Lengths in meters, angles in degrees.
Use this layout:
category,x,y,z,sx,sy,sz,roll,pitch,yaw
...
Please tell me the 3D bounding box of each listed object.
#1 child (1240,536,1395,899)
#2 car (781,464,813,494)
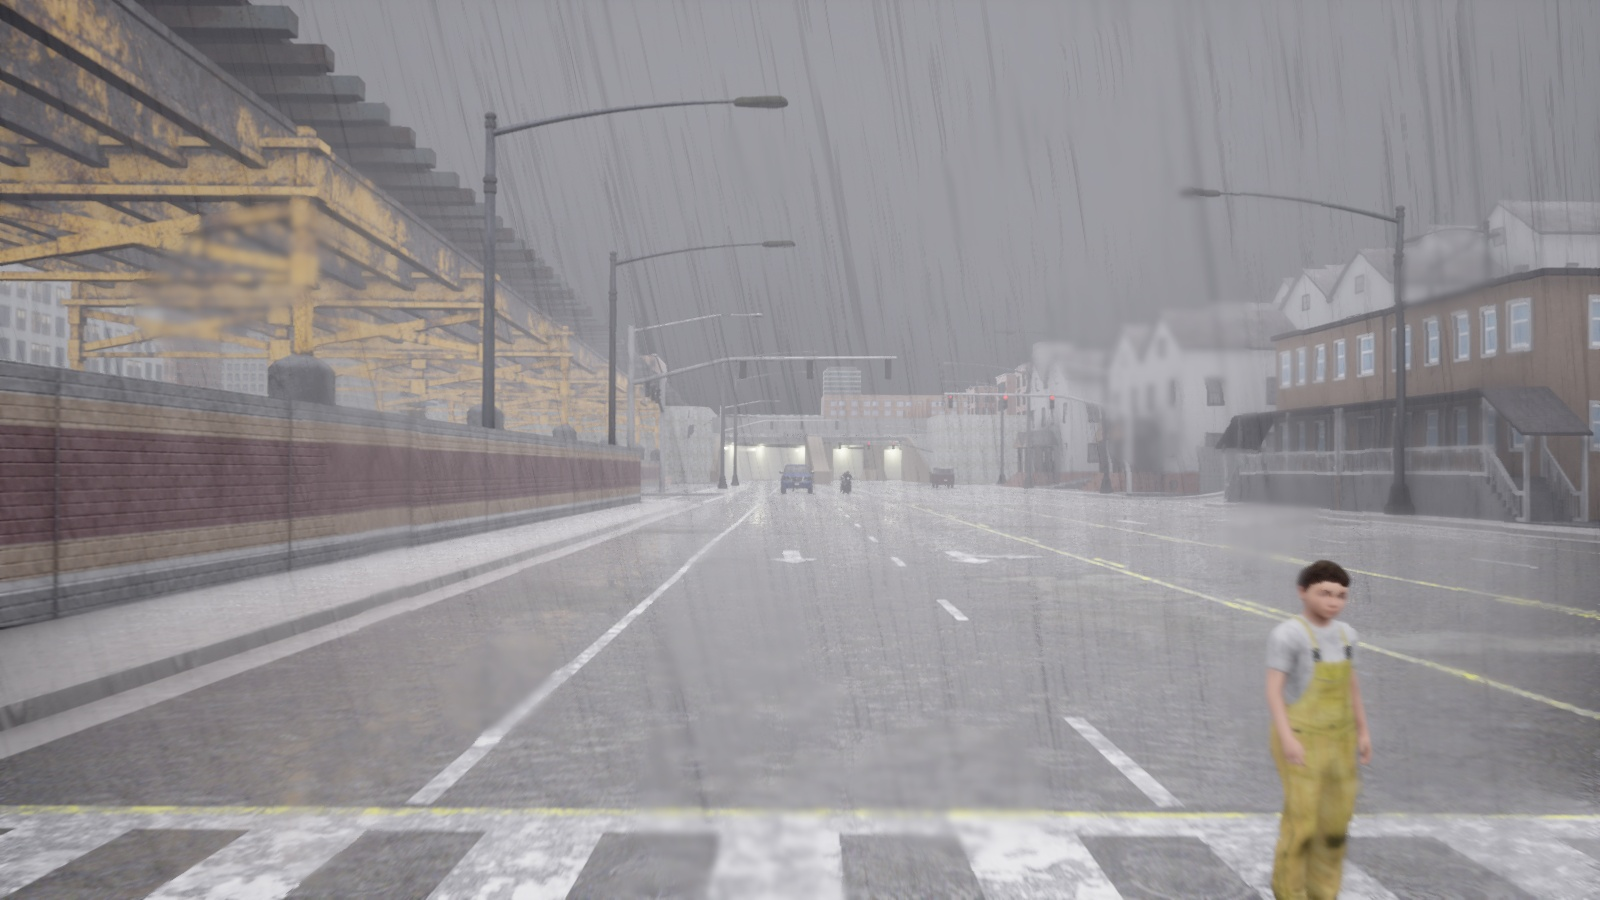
category,x,y,z,sx,sy,sz,roll,pitch,yaw
child,1.806,0.946,4.407,0.270,1.263,0.437,0,-1,-18
car,-0.198,2.007,87.946,2.150,2.045,5.566,0,-1,0
